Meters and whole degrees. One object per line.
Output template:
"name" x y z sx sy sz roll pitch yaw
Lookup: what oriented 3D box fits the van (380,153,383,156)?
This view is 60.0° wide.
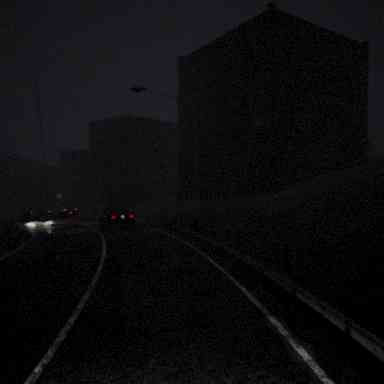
"van" 31.767 -6.113 52.082 1.878 1.987 4.442 0 2 9

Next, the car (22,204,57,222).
"car" -15.997 2.074 34.228 2.097 1.767 4.553 -2 -1 -38

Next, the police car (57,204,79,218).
"police car" -15.006 2.236 38.818 2.038 1.542 4.974 -3 -1 -39

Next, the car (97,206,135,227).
"car" -5.718 1.768 24.596 2.033 1.411 5.357 -1 -1 -25

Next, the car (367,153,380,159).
"car" 32.646 -6.009 57.661 2.002 1.452 4.674 0 2 9
